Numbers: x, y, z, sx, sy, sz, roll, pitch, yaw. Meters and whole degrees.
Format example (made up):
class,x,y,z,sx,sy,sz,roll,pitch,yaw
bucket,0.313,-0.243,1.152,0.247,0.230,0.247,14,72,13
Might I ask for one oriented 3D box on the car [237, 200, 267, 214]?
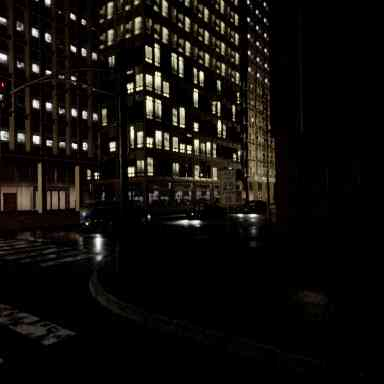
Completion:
class,x,y,z,sx,sy,sz,roll,pitch,yaw
car,7.104,1.631,37.269,1.812,1.442,4.674,-1,-1,36

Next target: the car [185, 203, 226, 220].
class,x,y,z,sx,sy,sz,roll,pitch,yaw
car,1.205,1.649,29.083,1.994,1.385,4.181,-1,-1,36

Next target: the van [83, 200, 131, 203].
class,x,y,z,sx,sy,sz,roll,pitch,yaw
van,-6.000,1.460,23.517,1.690,1.788,3.998,-2,-1,36

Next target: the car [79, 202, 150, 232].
class,x,y,z,sx,sy,sz,roll,pitch,yaw
car,-4.659,1.571,20.982,1.837,1.490,4.892,-1,-1,33
